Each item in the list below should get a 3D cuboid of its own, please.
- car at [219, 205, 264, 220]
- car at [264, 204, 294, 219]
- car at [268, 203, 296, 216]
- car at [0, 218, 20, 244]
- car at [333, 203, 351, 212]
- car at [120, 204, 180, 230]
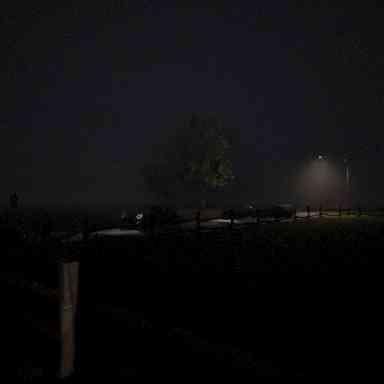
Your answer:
[{"bbox_3d":[4.895,2.018,33.854,2.033,1.411,5.357,0,-1,38],"label":"car"},{"bbox_3d":[8.631,2.058,33.855,2.033,1.411,5.357,0,-1,38],"label":"car"},{"bbox_3d":[11.493,2.188,42.271,1.994,1.385,4.181,0,-1,38],"label":"car"},{"bbox_3d":[-9.995,1.677,14.764,1.994,1.385,4.181,0,-1,38],"label":"car"},{"bbox_3d":[24.433,2.439,54.122,1.994,1.385,4.181,0,-1,38],"label":"car"},{"bbox_3d":[-2.932,1.636,23.821,2.097,1.767,4.553,0,-1,38],"label":"car"}]
